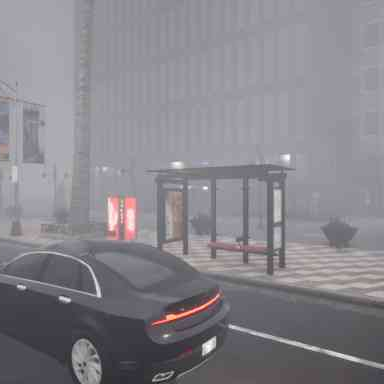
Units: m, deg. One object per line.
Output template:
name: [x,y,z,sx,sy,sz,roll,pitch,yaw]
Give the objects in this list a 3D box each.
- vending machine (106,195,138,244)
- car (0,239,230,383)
vending machine: [-3.186,1.195,15.179,0.880,2.100,1.100,0,0,35]
car: [-1.773,1.505,5.203,4.892,1.490,1.837,0,0,36]
